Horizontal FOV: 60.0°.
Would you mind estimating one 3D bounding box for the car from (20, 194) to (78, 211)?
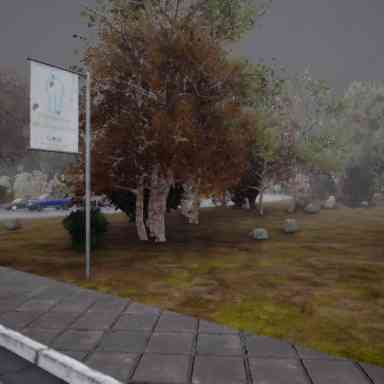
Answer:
[{"bbox_3d":[-17.119,1.212,40.129,2.150,2.045,5.566,0,0,39],"label":"car"}]

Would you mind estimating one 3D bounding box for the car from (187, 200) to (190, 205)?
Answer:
[{"bbox_3d":[-2.318,1.510,53.388,1.895,1.301,4.718,0,0,36],"label":"car"}]

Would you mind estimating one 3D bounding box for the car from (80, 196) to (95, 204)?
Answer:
[{"bbox_3d":[-14.835,1.319,48.724,2.097,1.767,4.553,0,0,38],"label":"car"}]

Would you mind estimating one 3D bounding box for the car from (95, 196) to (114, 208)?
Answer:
[{"bbox_3d":[-11.024,1.312,47.930,2.097,1.767,4.553,0,0,37],"label":"car"}]

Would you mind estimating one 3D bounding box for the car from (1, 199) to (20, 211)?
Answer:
[{"bbox_3d":[-20.819,1.499,41.105,1.837,1.490,4.892,0,0,38],"label":"car"}]

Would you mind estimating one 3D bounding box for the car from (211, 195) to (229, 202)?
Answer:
[{"bbox_3d":[5.662,1.361,65.107,2.033,1.411,5.357,0,0,31],"label":"car"}]
